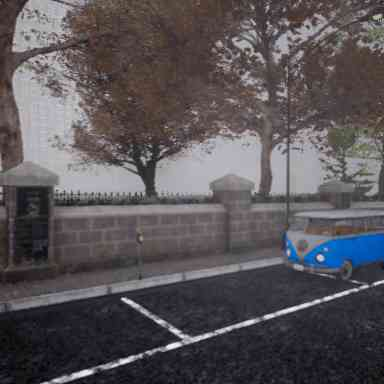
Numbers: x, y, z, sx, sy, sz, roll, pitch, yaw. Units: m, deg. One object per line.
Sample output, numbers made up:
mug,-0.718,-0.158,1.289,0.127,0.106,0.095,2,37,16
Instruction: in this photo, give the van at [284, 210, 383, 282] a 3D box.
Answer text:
van,4.439,1.424,9.731,3.998,1.788,1.690,1,0,-36
